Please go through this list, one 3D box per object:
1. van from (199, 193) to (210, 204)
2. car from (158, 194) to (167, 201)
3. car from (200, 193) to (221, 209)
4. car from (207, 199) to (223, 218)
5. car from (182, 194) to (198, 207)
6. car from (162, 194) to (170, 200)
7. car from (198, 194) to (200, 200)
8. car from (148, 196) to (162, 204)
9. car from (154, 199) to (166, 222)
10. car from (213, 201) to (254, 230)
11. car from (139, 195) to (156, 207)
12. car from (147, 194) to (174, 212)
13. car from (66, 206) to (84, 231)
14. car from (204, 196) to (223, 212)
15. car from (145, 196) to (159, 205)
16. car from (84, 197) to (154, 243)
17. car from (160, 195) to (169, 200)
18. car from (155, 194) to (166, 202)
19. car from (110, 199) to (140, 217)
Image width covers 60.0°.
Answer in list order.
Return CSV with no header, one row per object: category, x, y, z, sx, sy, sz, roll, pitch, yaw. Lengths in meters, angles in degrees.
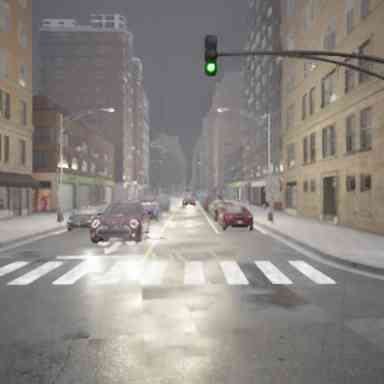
van,2.115,1.086,58.395,1.690,1.788,3.998,0,0,-1
car,-6.578,1.249,74.674,1.752,1.417,4.829,0,0,-1
car,2.342,1.135,36.367,2.192,1.841,5.009,0,0,-1
car,2.455,1.435,25.354,1.947,1.339,4.313,0,0,-1
car,-0.442,1.385,47.341,1.895,1.301,4.718,0,0,-1
car,-6.694,1.267,85.861,1.947,1.339,4.313,0,0,-1
car,2.229,1.219,47.381,1.967,1.590,4.097,0,0,-1
car,-6.410,1.328,58.318,1.947,1.339,4.313,0,0,-1
car,-3.297,1.482,25.366,1.895,1.301,4.718,0,0,0
car,2.512,1.441,19.848,1.887,1.381,4.507,0,0,-1
car,-6.296,1.236,47.302,1.967,1.590,4.097,0,0,-1
car,-3.334,1.311,35.833,1.882,1.535,5.008,0,0,0
car,-6.013,1.465,19.764,2.008,1.369,4.403,0,0,-1
car,2.397,1.368,31.031,1.752,1.417,4.829,0,0,-1
car,-6.353,1.360,52.810,1.802,1.307,4.206,0,0,-1
car,-3.197,1.284,15.525,2.097,1.767,4.553,0,0,-1
car,-6.637,1.293,80.352,1.802,1.307,4.206,0,0,-1
car,-6.523,1.175,69.335,1.967,1.590,4.097,0,0,-1
car,-6.127,1.406,30.779,1.887,1.381,4.507,0,0,-1
